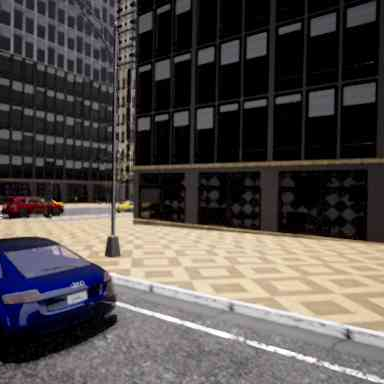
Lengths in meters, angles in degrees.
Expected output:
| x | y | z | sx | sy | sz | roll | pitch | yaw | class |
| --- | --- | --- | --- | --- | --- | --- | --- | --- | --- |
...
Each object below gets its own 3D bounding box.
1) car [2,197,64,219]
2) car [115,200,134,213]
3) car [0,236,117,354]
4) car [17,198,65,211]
| x | y | z | sx | sy | sz | roll | pitch | yaw | class |
| --- | --- | --- | --- | --- | --- | --- | --- | --- | --- |
| -13.910 | 1.347 | 29.313 | 2.192 | 1.841 | 5.009 | 1 | 0 | 36 | car |
| -7.127 | 1.660 | 38.536 | 1.752 | 1.417 | 4.829 | 1 | 0 | 36 | car |
| -3.362 | 1.523 | 6.080 | 4.181 | 1.385 | 1.994 | 0 | 0 | 34 | car |
| -17.422 | 1.421 | 38.683 | 1.752 | 1.417 | 4.829 | 1 | 0 | 36 | car |
